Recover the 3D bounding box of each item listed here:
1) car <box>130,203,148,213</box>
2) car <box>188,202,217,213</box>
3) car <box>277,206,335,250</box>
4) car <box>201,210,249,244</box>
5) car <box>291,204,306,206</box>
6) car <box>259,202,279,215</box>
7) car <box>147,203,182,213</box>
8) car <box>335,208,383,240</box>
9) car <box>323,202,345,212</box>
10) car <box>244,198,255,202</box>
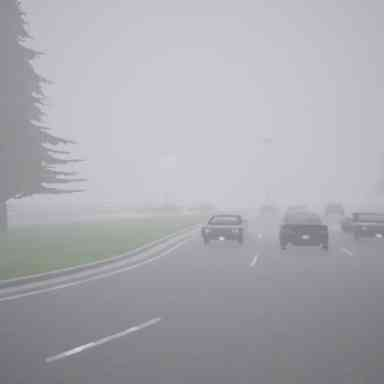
[{"bbox_3d":[-6.494,2.208,46.700,1.895,1.301,4.718,-1,-1,34],"label":"car"},{"bbox_3d":[1.500,2.085,46.120,2.033,1.411,5.357,-1,-1,32],"label":"car"},{"bbox_3d":[5.013,1.623,15.300,1.882,1.535,5.008,-1,-1,14],"label":"car"},{"bbox_3d":[1.836,1.791,16.906,1.895,1.301,4.718,-1,-1,13],"label":"car"},{"bbox_3d":[11.257,1.932,35.201,1.895,1.301,4.718,-1,-1,21],"label":"car"},{"bbox_3d":[9.291,1.926,39.681,1.812,1.442,4.674,-1,-1,22],"label":"car"},{"bbox_3d":[-3.407,2.164,45.017,1.895,1.301,4.718,-1,-1,34],"label":"car"},{"bbox_3d":[9.178,1.741,17.560,1.895,1.301,4.718,-1,-1,14],"label":"car"},{"bbox_3d":[14.864,1.803,34.752,1.837,1.490,4.892,-1,-1,22],"label":"car"},{"bbox_3d":[14.299,2.004,82.442,1.812,1.442,4.674,-1,-1,29],"label":"car"}]
